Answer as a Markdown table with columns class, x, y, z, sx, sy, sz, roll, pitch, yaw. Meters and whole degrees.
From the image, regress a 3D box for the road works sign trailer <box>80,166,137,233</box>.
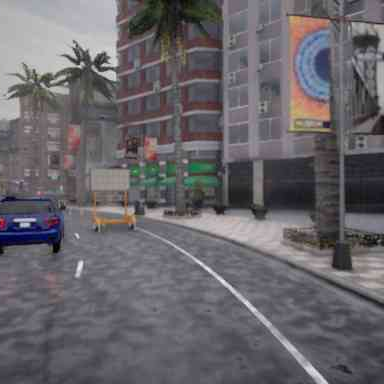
| class | x | y | z | sx | sy | sz | roll | pitch | yaw |
| --- | --- | --- | --- | --- | --- | --- | --- | --- | --- |
| road works sign trailer | -4.745 | 0.349 | 19.175 | 2.380 | 3.560 | 2.880 | -1 | 1 | -32 |

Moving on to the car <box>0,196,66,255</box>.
| class | x | y | z | sx | sy | sz | roll | pitch | yaw |
| --- | --- | --- | --- | --- | --- | --- | --- | --- | --- |
| car | -6.375 | 1.159 | 13.394 | 2.150 | 2.045 | 5.566 | 0 | 0 | -20 |

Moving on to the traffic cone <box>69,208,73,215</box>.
| class | x | y | z | sx | sy | sz | roll | pitch | yaw |
| --- | --- | --- | --- | --- | --- | --- | --- | --- | --- |
| traffic cone | -11.139 | 1.794 | 30.511 | 0.340 | 0.580 | 0.340 | -1 | 1 | -32 |
